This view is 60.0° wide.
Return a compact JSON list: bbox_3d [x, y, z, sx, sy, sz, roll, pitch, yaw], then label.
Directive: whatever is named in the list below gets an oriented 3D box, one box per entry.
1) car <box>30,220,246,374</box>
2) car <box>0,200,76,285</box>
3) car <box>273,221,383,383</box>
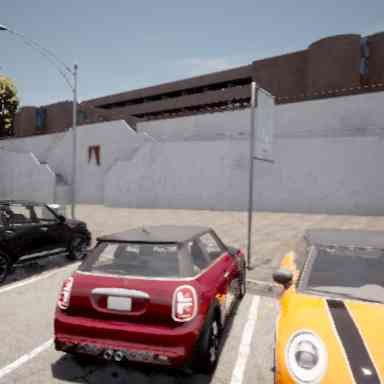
[{"bbox_3d":[-0.290,1.361,5.969,2.185,1.767,4.553,0,-1,15],"label":"car"},{"bbox_3d":[-5.164,1.243,9.514,2.435,2.045,5.566,0,-1,16],"label":"car"},{"bbox_3d":[2.177,1.362,4.286,2.185,1.767,4.553,1,-1,15],"label":"car"}]
